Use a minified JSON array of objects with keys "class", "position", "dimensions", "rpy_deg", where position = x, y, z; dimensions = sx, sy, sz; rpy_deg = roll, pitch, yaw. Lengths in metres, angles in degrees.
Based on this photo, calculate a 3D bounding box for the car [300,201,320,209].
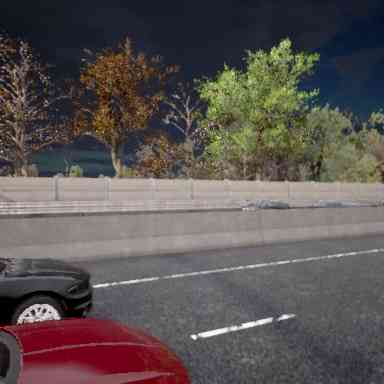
[{"class":"car","position":[11.637,1.494,28.801],"dimensions":[5.357,1.411,2.033],"rpy_deg":[0,0,-27]}]

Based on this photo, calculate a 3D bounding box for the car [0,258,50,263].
[{"class":"car","position":[-4.069,1.476,4.884],"dimensions":[5.008,1.535,1.882],"rpy_deg":[0,0,-27]}]

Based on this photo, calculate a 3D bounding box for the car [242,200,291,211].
[{"class":"car","position":[6.753,1.440,30.244],"dimensions":[4.902,1.511,2.128],"rpy_deg":[0,0,-27]}]

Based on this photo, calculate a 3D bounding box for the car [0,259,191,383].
[{"class":"car","position":[-2.355,1.478,1.829],"dimensions":[5.008,1.535,1.882],"rpy_deg":[0,0,-27]}]

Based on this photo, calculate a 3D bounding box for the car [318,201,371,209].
[{"class":"car","position":[12.135,1.552,25.128],"dimensions":[4.718,1.301,1.895],"rpy_deg":[0,0,-27]}]
